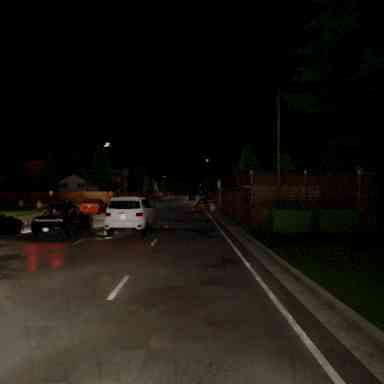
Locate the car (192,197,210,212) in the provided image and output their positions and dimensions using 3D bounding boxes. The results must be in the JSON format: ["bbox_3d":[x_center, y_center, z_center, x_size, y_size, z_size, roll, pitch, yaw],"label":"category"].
[{"bbox_3d":[1.236,1.627,40.471,1.801,1.575,5.366,0,0,0],"label":"car"}]

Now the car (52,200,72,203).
[{"bbox_3d":[-13.942,1.658,36.091,1.837,1.490,4.892,0,0,0],"label":"car"}]

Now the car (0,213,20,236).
[{"bbox_3d":[-10.395,1.635,16.812,1.994,1.385,4.181,0,0,0],"label":"car"}]

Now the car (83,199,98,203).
[{"bbox_3d":[-10.390,1.504,35.755,2.097,1.767,4.553,0,0,0],"label":"car"}]

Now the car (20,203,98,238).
[{"bbox_3d":[-6.896,1.568,18.093,2.128,1.511,4.902,0,0,0],"label":"car"}]

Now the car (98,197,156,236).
[{"bbox_3d":[-3.393,1.302,19.051,2.150,2.045,5.566,0,0,0],"label":"car"}]

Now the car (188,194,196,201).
[{"bbox_3d":[0.026,1.844,93.943,2.033,1.411,5.357,0,0,0],"label":"car"}]
